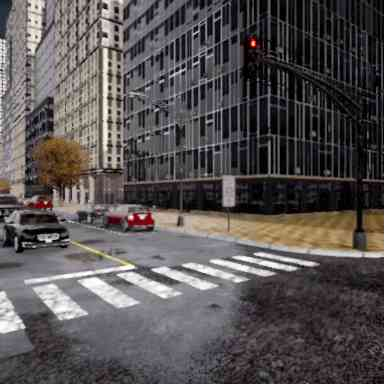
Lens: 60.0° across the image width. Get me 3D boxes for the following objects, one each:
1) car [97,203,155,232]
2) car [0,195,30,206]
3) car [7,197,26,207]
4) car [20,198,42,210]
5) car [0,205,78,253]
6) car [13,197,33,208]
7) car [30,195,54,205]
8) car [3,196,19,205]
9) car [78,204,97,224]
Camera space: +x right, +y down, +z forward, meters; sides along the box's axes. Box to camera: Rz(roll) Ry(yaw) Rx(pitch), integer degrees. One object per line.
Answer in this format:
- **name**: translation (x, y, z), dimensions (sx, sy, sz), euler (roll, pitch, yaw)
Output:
- **car**: translation (-3.944, 1.462, 20.350), dimensions (1.967, 1.590, 4.097), euler (1, 0, -36)
- **car**: translation (-12.892, 1.214, 22.483), dimensions (2.150, 2.045, 5.566), euler (0, 0, -37)
- **car**: translation (-27.631, 1.506, 52.239), dimensions (2.008, 1.369, 4.403), euler (1, 0, -36)
- **car**: translation (-20.994, 1.504, 43.244), dimensions (1.752, 1.417, 4.829), euler (1, 0, -36)
- **car**: translation (-6.602, 1.508, 13.971), dimensions (1.837, 1.490, 4.892), euler (0, 0, -36)
- **car**: translation (-24.262, 1.512, 47.673), dimensions (1.887, 1.381, 4.507), euler (1, 0, -36)
- **car**: translation (-17.523, 1.304, 38.542), dimensions (2.192, 1.841, 5.009), euler (1, 0, -36)
- **car**: translation (-31.101, 1.466, 56.944), dimensions (1.752, 1.417, 4.829), euler (1, 0, -36)
- **car**: translation (-7.340, 1.566, 24.900), dimensions (2.008, 1.369, 4.403), euler (1, 0, -36)
